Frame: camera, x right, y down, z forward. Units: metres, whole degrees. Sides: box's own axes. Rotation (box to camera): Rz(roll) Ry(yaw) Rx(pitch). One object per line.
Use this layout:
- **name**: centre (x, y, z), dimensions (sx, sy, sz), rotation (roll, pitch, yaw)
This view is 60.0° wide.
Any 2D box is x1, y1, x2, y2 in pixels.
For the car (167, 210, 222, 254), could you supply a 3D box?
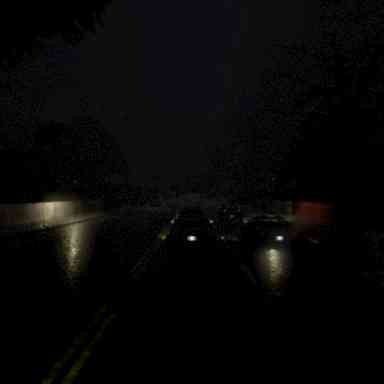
- **car**: centre (0.000, 1.698, 14.256), dimensions (1.994, 1.385, 4.181), rotation (0, -1, 0)

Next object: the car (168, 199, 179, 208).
- **car**: centre (-3.271, 2.094, 60.337), dimensions (1.812, 1.442, 4.674), rotation (0, -1, 0)

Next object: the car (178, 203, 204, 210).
- **car**: centre (-0.004, 1.785, 29.292), dimensions (1.837, 1.490, 4.892), rotation (0, 0, 0)

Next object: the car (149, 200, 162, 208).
- **car**: centre (-6.521, 2.133, 60.435), dimensions (1.994, 1.385, 4.181), rotation (0, -1, 0)

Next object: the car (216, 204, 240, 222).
- **car**: centre (3.246, 1.769, 29.288), dimensions (2.128, 1.511, 4.902), rotation (0, 0, 0)

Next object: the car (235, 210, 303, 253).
- **car**: centre (3.251, 1.699, 14.330), dimensions (1.994, 1.385, 4.181), rotation (0, 0, 0)
